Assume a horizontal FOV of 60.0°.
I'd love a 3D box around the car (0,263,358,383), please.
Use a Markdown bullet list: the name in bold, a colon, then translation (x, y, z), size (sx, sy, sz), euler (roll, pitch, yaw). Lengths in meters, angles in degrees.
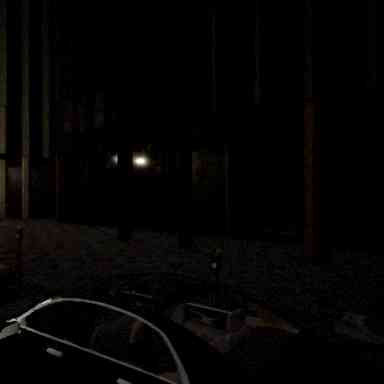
- **car**: translation (-0.691, 1.551, 3.460), size (4.403, 1.369, 2.008), euler (0, 0, 36)
